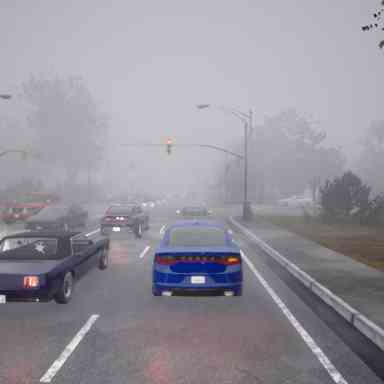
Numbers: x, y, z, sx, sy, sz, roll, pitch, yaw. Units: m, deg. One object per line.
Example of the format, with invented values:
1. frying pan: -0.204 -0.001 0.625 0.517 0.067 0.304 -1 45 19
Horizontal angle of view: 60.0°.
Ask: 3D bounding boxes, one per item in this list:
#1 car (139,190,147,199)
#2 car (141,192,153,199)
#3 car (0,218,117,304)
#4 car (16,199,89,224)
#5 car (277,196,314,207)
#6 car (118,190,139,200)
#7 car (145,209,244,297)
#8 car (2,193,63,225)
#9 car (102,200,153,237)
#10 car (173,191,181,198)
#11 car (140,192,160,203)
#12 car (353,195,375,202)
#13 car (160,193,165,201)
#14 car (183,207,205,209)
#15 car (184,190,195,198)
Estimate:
1. car: -10.424 0.656 68.378 2.150 2.045 5.566 0 0 0
2. car: -10.591 0.824 78.903 2.128 1.511 4.902 0 1 -1
3. car: -3.387 1.573 8.044 1.895 1.301 4.718 0 0 0
4. car: -7.072 1.370 17.868 1.882 1.535 5.008 0 0 0
5. car: 13.290 1.200 42.822 4.674 1.442 1.812 0 1 -3
6. car: -10.536 0.929 53.902 2.097 1.767 4.553 0 0 1
7. car: 0.114 1.446 8.591 1.882 1.535 5.008 0 0 0
8. car: -10.565 1.071 22.796 2.150 2.045 5.566 0 0 0
9. car: -3.373 1.402 17.296 1.837 1.490 4.892 0 0 0
10. car: -3.836 0.737 85.329 2.033 1.411 5.357 0 1 -4
11. car: -7.006 1.127 55.511 1.994 1.385 4.181 0 1 0
12. car: 22.478 1.174 43.329 4.892 1.490 1.837 0 1 -3
13. car: -6.960 0.950 64.880 1.882 1.535 5.008 0 1 0
14. car: 0.126 1.458 17.572 1.994 1.385 4.181 0 0 0
15. car: -0.340 0.419 85.464 2.150 2.045 5.566 0 1 -4
